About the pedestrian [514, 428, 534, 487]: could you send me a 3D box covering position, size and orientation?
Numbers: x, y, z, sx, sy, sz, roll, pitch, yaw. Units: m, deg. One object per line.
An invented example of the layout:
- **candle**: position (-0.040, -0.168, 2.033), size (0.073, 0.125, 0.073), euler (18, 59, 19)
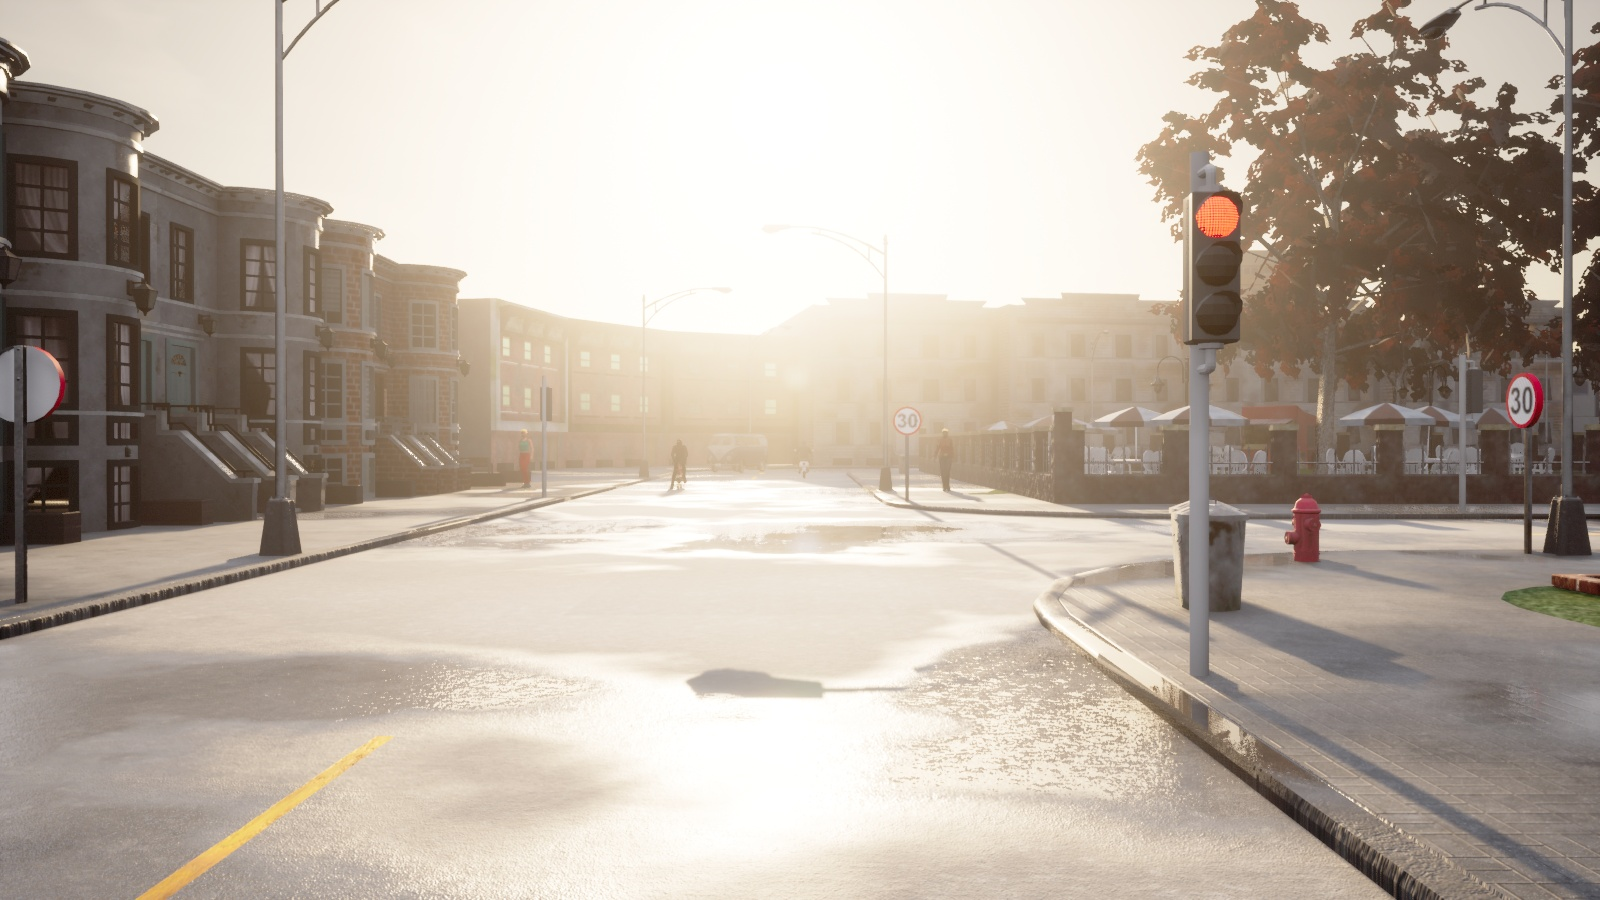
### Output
- **pedestrian**: position (-8.563, 0.226, 39.024), size (0.345, 1.836, 0.594), euler (0, 0, 19)

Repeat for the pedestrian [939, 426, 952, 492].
- **pedestrian**: position (4.141, 0.257, 35.795), size (0.331, 1.846, 0.636), euler (0, 0, 9)

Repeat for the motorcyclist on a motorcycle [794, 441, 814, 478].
- **motorcyclist on a motorcycle**: position (0.172, 0.396, 53.894), size (0.866, 1.590, 1.817), euler (0, 0, 0)

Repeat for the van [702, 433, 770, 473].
- **van**: position (-3.180, 0.139, 63.647), size (1.775, 1.987, 4.442), euler (0, 0, 21)
